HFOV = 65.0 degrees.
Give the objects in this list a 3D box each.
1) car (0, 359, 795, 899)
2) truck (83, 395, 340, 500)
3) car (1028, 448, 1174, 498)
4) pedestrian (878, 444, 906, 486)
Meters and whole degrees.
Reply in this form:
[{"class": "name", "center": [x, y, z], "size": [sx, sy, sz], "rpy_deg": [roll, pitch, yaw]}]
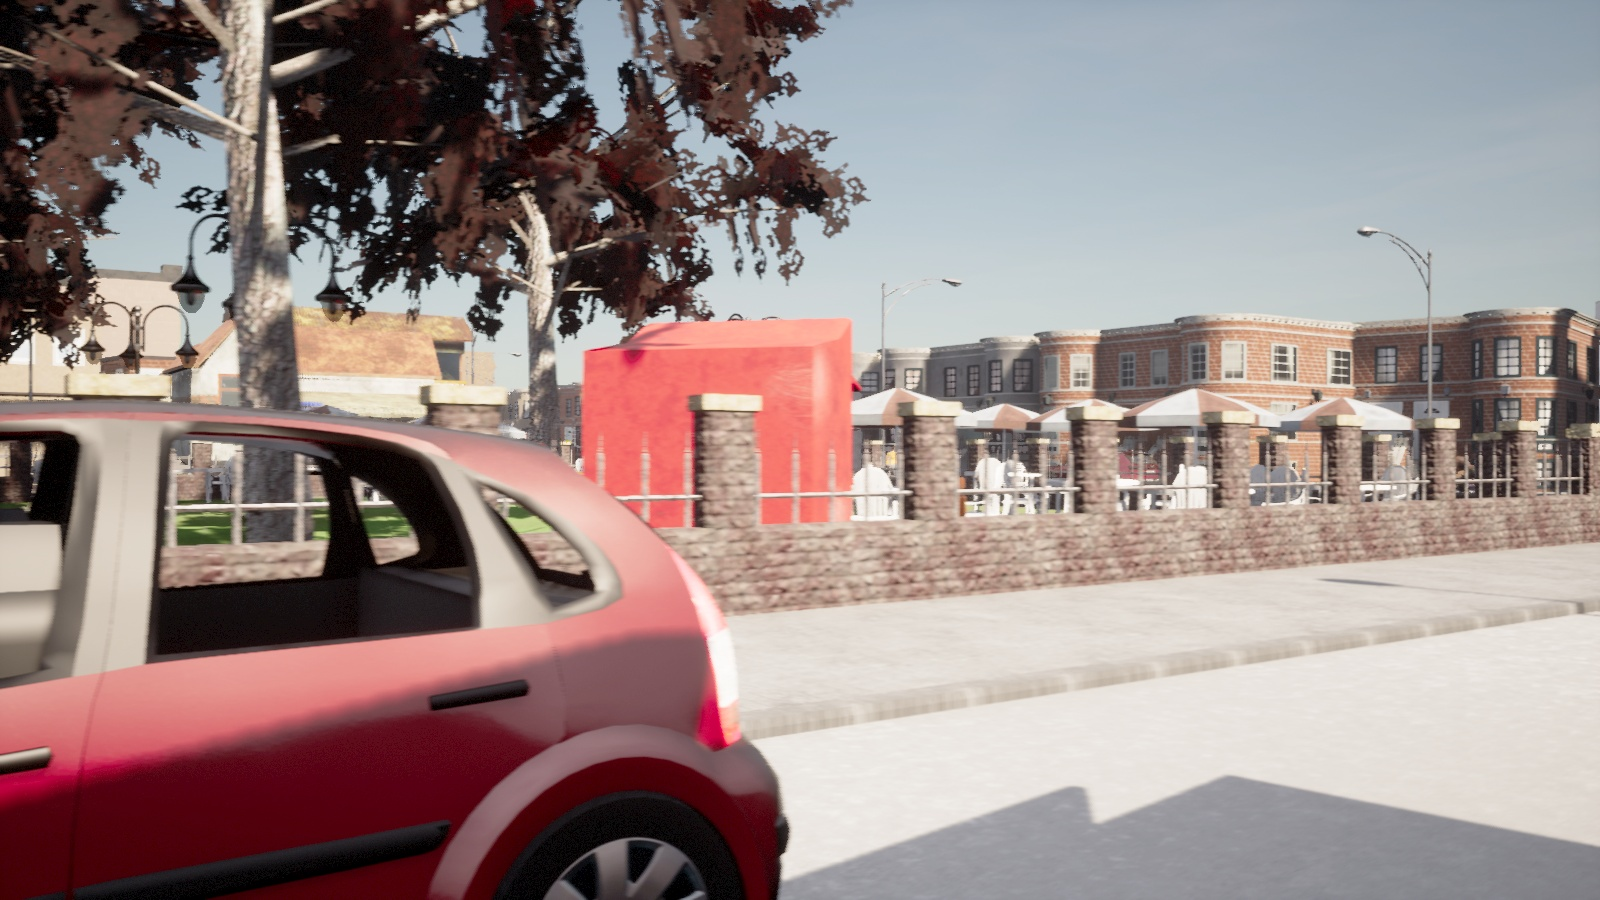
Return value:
[{"class": "car", "center": [-2.179, 0.654, 2.752], "size": [3.988, 1.617, 1.851], "rpy_deg": [0, 0, -35]}, {"class": "truck", "center": [-20.903, -0.083, 44.854], "size": [7.936, 3.462, 2.891], "rpy_deg": [0, 0, -35]}, {"class": "car", "center": [10.486, 0.761, 44.107], "size": [2.033, 1.649, 4.856], "rpy_deg": [0, 0, -35]}, {"class": "pedestrian", "center": [4.086, 0.662, 55.654], "size": [0.874, 1.855, 0.900], "rpy_deg": [0, 0, 42]}]
